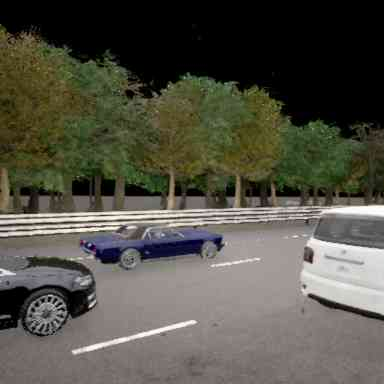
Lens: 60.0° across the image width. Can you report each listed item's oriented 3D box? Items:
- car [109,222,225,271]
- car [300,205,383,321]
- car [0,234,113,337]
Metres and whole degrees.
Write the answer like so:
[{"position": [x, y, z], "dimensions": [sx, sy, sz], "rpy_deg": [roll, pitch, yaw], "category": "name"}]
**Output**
[{"position": [-1.187, 1.686, 11.265], "dimensions": [4.718, 1.301, 1.895], "rpy_deg": [1, -1, -34], "category": "car"}, {"position": [4.592, 1.294, 6.721], "dimensions": [5.566, 2.045, 2.150], "rpy_deg": [0, 0, -34], "category": "car"}, {"position": [-4.008, 1.519, 5.145], "dimensions": [4.902, 1.511, 2.128], "rpy_deg": [0, 0, -34], "category": "car"}]
